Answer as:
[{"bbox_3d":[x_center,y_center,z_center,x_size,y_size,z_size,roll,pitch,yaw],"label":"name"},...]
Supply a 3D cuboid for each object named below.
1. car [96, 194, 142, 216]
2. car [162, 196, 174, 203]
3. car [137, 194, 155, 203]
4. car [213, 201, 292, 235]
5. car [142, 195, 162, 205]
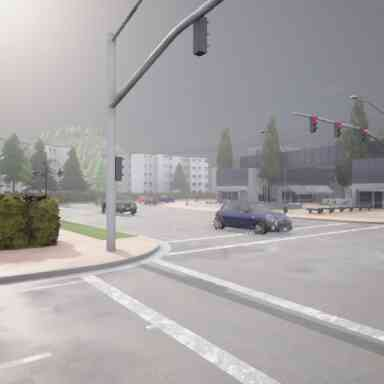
[{"bbox_3d":[-7.358,1.222,32.994,2.150,2.045,5.566,0,0,-32],"label":"car"},{"bbox_3d":[-5.299,1.478,69.547,1.882,1.535,5.008,0,0,20],"label":"car"},{"bbox_3d":[-9.314,1.352,68.077,2.097,1.767,4.553,0,0,15],"label":"car"},{"bbox_3d":[3.359,1.352,18.867,2.097,1.767,4.553,0,0,-40],"label":"car"},{"bbox_3d":[-7.213,1.547,59.082,2.033,1.411,5.357,0,0,3],"label":"car"}]
